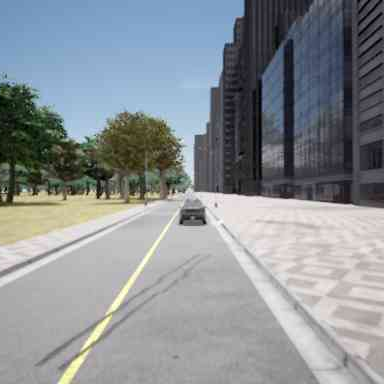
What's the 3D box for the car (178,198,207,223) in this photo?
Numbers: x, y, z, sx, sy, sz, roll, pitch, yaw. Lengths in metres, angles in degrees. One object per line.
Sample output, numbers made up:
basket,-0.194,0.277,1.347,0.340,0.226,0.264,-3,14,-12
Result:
car,0.059,1.430,24.370,1.837,1.490,4.892,0,1,0
